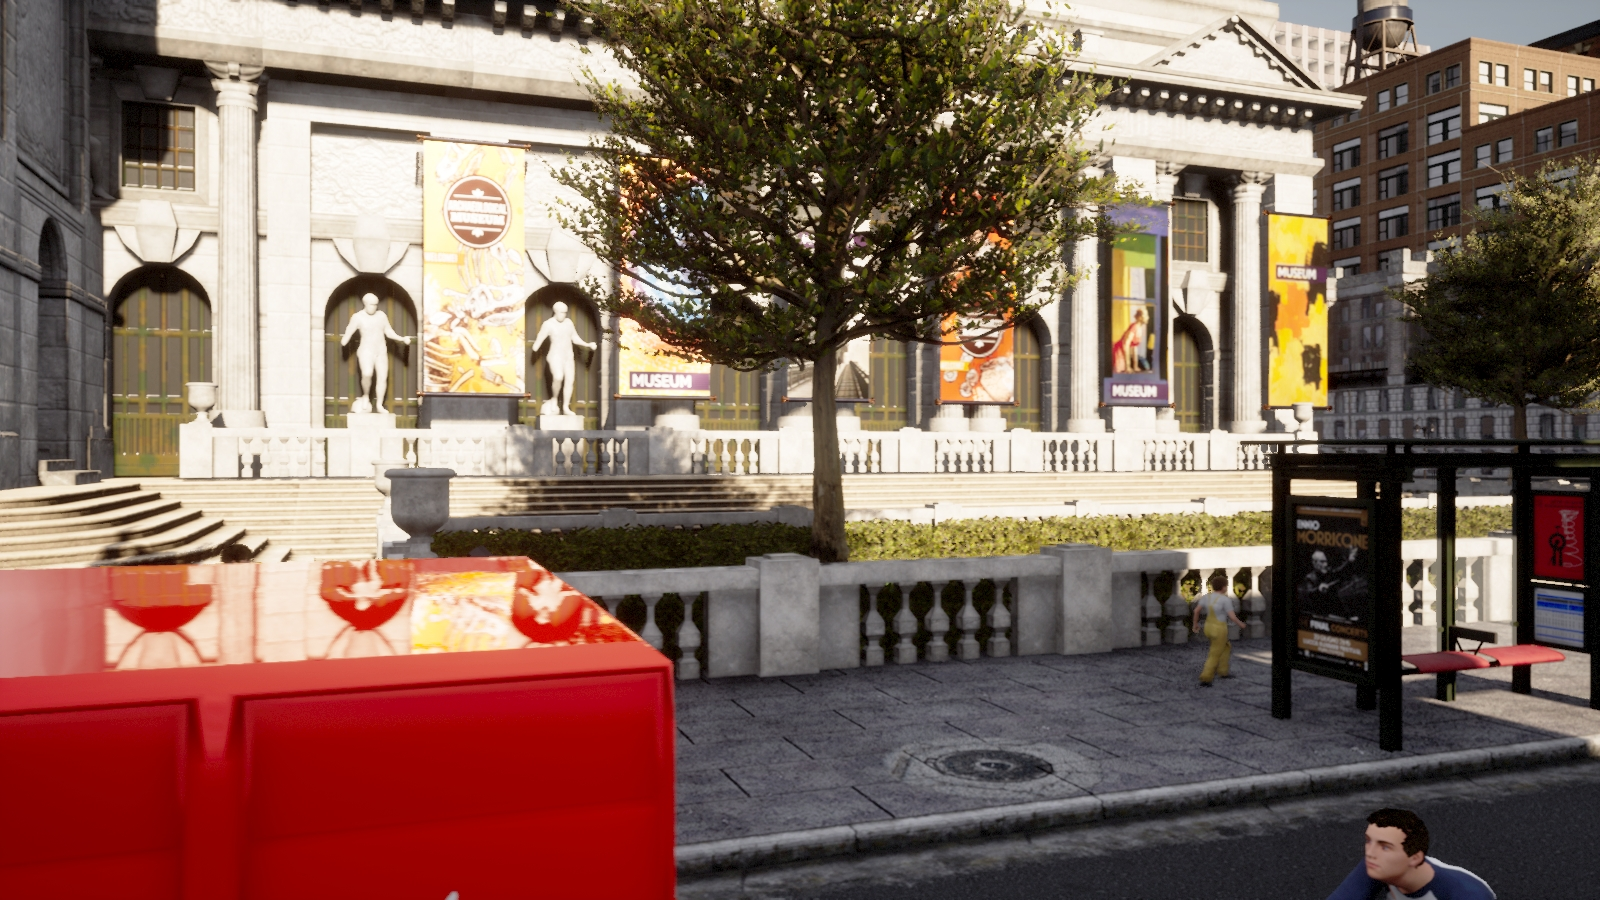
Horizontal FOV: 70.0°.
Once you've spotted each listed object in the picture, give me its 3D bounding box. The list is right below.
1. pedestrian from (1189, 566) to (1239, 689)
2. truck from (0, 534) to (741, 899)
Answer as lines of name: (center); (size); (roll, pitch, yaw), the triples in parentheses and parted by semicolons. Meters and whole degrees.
pedestrian: (4.637, 1.974, 12.810); (0.375, 1.300, 0.375); (0, 0, -22)
truck: (-2.987, 1.565, 2.208); (5.204, 2.467, 2.627); (0, 0, -20)
